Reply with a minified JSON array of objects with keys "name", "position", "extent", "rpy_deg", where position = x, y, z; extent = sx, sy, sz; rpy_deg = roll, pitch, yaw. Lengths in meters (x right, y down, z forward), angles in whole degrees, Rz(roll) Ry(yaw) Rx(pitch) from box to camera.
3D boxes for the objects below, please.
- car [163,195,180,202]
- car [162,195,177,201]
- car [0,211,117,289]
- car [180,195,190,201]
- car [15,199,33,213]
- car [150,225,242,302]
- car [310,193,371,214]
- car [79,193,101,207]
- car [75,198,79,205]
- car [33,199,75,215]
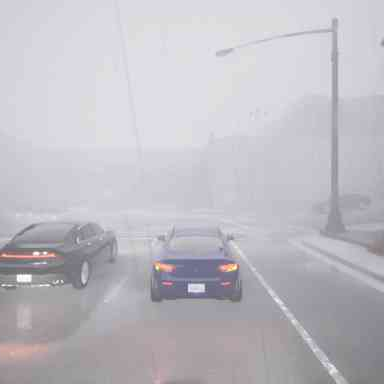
[{"name":"car","position":[-4.566,1.355,75.360],"extent":[2.097,1.767,4.553],"rpy_deg":[0,0,6]},{"name":"car","position":[-5.726,1.552,85.211],"extent":[1.994,1.385,4.181],"rpy_deg":[0,0,24]},{"name":"car","position":[-3.393,1.505,9.169],"extent":[1.837,1.490,4.892],"rpy_deg":[0,0,0]},{"name":"car","position":[-2.043,1.524,84.991],"extent":[1.812,1.442,4.674],"rpy_deg":[0,0,24]},{"name":"car","position":[-17.998,1.547,37.859],"extent":[2.033,1.411,5.357],"rpy_deg":[0,0,-2]},{"name":"car","position":[0.096,1.526,8.154],"extent":[1.812,1.442,4.674],"rpy_deg":[0,0,0]},{"name":"car","position":[12.560,0.891,28.306],"extent":[4.892,1.490,1.837],"rpy_deg":[-7,0,0]},{"name":"car","position":[-14.804,1.222,50.385],"extent":[2.150,2.045,5.566],"rpy_deg":[0,0,-1]},{"name":"car","position":[-18.400,1.600,55.097],"extent":[1.895,1.301,4.718],"rpy_deg":[0,0,-1]},{"name":"car","position":[-14.241,1.547,34.661],"extent":[2.033,1.411,5.357],"rpy_deg":[0,0,-5]}]
